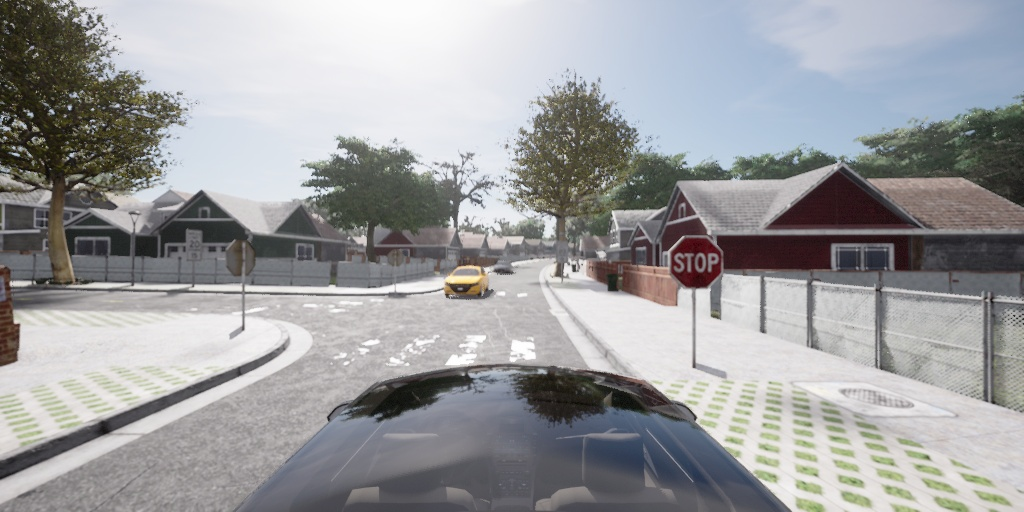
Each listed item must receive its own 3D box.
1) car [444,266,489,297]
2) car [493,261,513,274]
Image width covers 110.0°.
[{"bbox_3d":[-2.359,1.301,19.570,1.882,1.535,5.008,0,0,2],"label":"car"},{"bbox_3d":[-0.946,1.299,40.773,1.837,1.490,4.892,0,1,5],"label":"car"}]
